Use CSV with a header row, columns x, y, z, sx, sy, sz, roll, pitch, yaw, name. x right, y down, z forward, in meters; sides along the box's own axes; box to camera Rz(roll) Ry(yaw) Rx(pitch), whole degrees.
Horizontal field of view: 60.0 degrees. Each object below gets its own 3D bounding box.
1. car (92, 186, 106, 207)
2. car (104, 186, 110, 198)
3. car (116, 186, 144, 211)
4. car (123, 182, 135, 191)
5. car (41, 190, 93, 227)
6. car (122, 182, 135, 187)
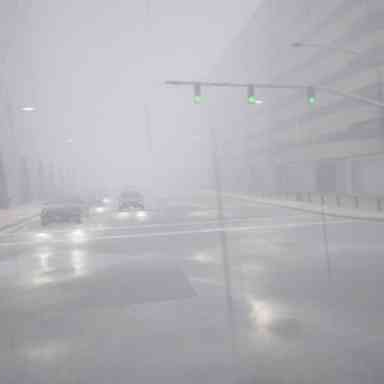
x,y,z,sx,sy,sz,roll,pitch,yaw,name
-9.013,0.521,29.732,1.812,1.442,4.674,-2,2,-12,car
-11.749,0.007,43.179,2.128,1.511,4.902,-2,3,-11,car
-4.684,0.585,25.283,2.033,1.411,5.357,-2,2,-11,car
-10.904,-0.984,57.332,1.882,1.535,5.008,-2,2,-11,car
-6.931,0.882,18.473,1.882,1.535,5.008,-2,3,-11,car
-7.908,-0.062,41.732,2.128,1.511,4.902,-2,3,-11,car
